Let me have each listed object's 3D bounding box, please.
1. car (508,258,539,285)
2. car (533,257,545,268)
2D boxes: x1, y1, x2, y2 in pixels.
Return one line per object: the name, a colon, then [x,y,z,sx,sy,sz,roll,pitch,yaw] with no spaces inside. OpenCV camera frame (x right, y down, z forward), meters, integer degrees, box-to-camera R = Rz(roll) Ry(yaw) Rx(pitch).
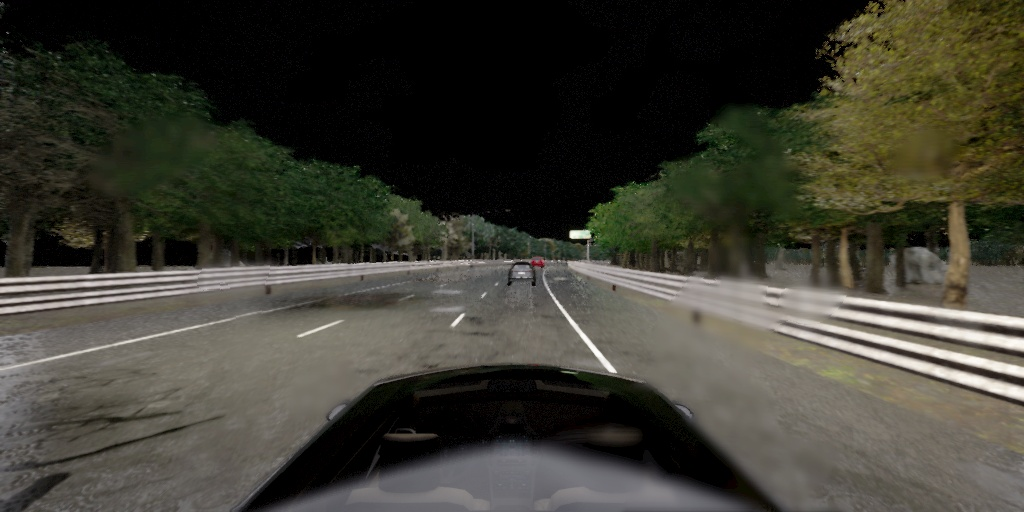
car: [0.775,1.204,26.091,2.033,1.649,4.856,0,0,3]
car: [4.698,1.137,64.017,2.150,2.045,5.566,0,0,9]
